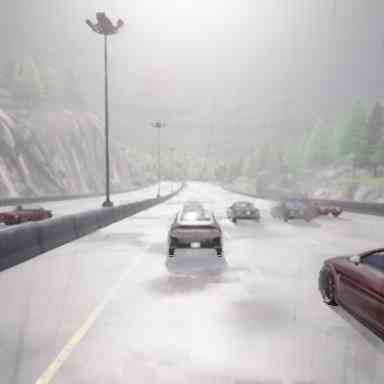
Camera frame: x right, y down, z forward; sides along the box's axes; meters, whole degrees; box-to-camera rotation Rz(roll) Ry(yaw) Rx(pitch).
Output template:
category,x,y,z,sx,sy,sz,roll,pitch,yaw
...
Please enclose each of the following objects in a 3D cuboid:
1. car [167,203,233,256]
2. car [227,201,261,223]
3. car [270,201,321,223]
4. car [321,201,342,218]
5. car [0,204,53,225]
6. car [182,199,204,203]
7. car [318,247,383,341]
category,x,y,z,sx,sy,sz,roll,pitch,yaw
car,0.111,1.401,12.633,2.128,1.511,4.902,0,0,0
car,3.621,1.376,23.902,2.033,1.411,5.357,0,0,0
car,7.121,1.375,24.093,2.033,1.411,5.357,0,0,0
car,10.624,1.402,27.809,1.895,1.301,4.718,0,0,0
car,-10.581,1.453,20.795,1.895,1.301,4.718,0,0,0
car,0.126,1.313,29.815,1.812,1.442,4.674,0,0,0
car,3.605,1.526,5.232,1.994,1.385,4.181,0,0,0
